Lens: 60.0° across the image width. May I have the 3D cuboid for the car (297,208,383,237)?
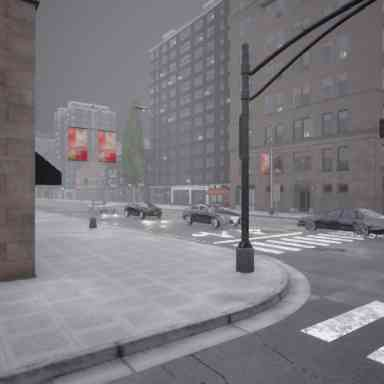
[{"bbox_3d":[8.509,1.585,18.326,2.033,1.411,5.357,0,0,-36],"label":"car"}]

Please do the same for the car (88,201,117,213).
[{"bbox_3d":[-10.480,1.741,38.868,1.895,1.301,4.718,0,0,-36],"label":"car"}]

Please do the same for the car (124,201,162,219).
[{"bbox_3d":[-4.578,1.579,30.634,1.882,1.535,5.008,0,0,-35],"label":"car"}]

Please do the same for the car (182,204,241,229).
[{"bbox_3d":[1.246,1.554,22.524,2.128,1.511,4.902,0,0,-36],"label":"car"}]
